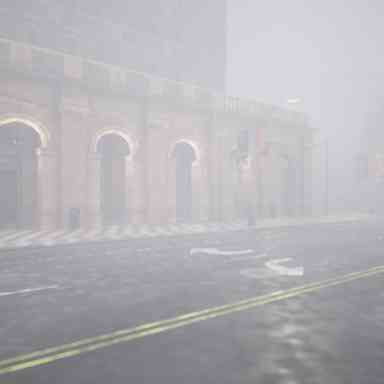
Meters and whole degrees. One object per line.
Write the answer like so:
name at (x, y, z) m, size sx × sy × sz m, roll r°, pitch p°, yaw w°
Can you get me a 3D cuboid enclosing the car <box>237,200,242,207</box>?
car at (9.176, 1.960, 56.134) m, size 1.895 × 1.301 × 4.718 m, roll 1°, pitch 0°, yaw -36°
